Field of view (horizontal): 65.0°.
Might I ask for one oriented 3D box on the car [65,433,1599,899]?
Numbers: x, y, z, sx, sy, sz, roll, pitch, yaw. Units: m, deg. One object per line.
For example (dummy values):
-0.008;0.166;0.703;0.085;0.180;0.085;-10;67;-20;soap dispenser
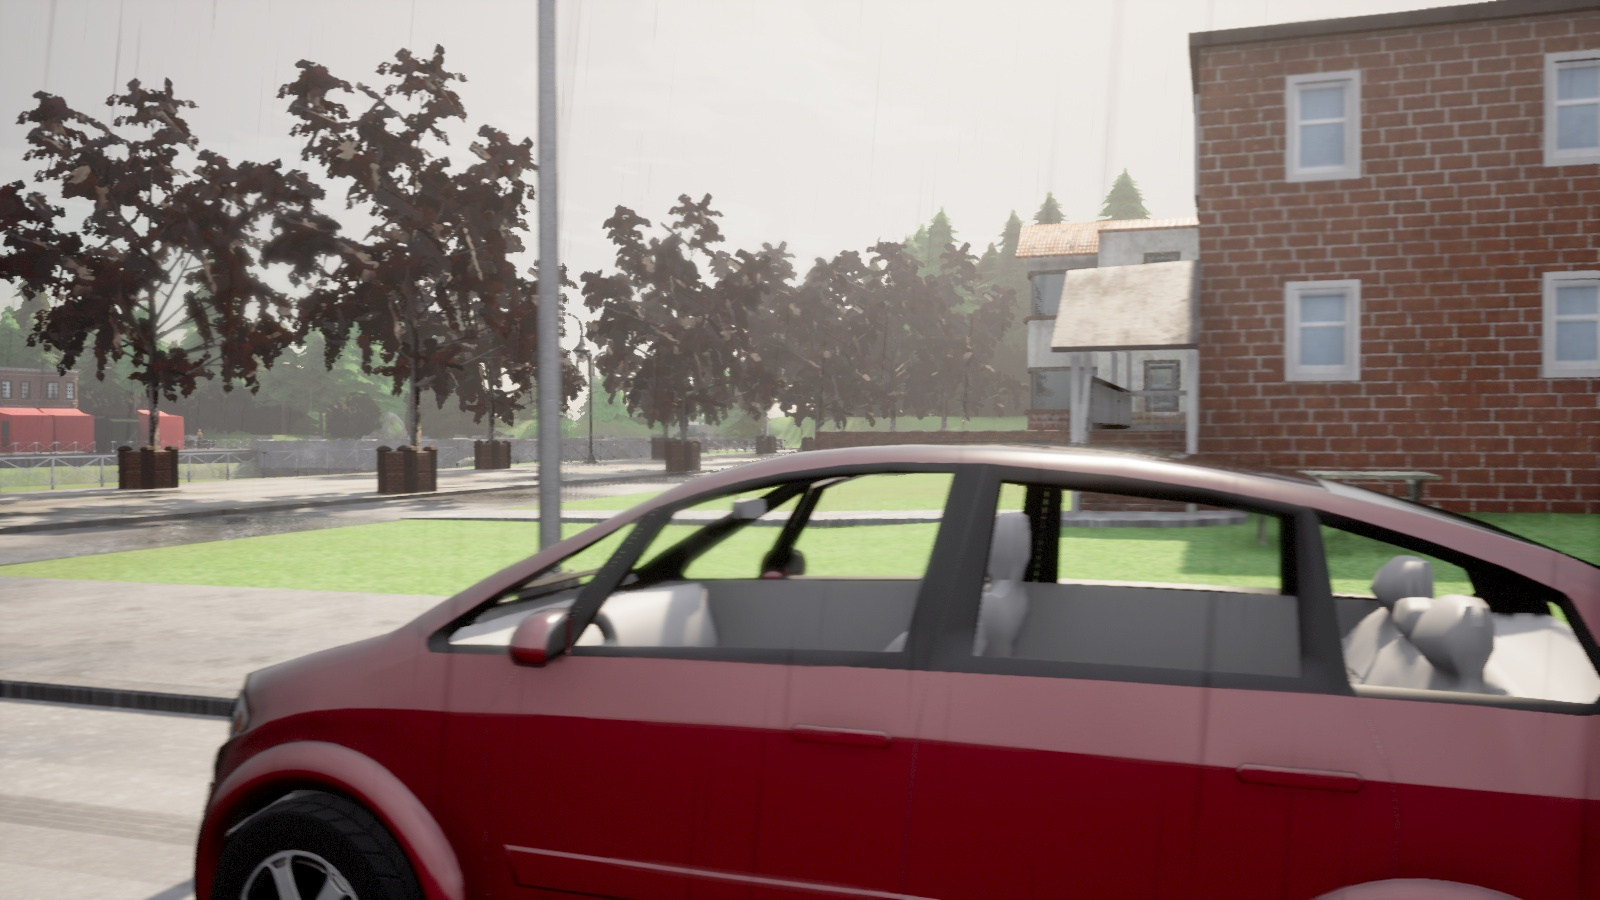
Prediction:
0.175;0.755;3.430;3.705;1.549;1.789;1;1;19;car
